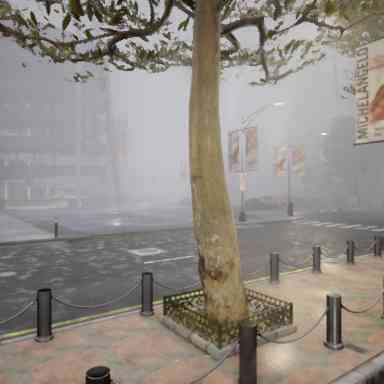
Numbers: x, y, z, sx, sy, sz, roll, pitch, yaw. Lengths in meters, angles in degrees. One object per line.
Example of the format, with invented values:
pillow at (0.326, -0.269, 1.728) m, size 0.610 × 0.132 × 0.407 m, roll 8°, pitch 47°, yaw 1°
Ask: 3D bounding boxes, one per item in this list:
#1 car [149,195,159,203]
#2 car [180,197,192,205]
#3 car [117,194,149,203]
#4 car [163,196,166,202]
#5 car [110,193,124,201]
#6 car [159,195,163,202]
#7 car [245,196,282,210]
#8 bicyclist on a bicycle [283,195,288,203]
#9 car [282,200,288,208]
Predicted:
car at (-10.148, 1.475, 70.548) m, size 5.008 × 1.535 × 1.882 m, roll 0°, pitch 0°, yaw 33°
car at (-0.014, 1.545, 55.979) m, size 2.033 × 1.411 × 5.357 m, roll 0°, pitch 0°, yaw -36°
car at (-11.898, 1.544, 67.472) m, size 5.357 × 1.411 × 2.033 m, roll 0°, pitch 0°, yaw 31°
car at (-8.332, 1.522, 77.525) m, size 4.902 × 1.511 × 2.128 m, roll 0°, pitch 0°, yaw 26°
car at (-18.822, 1.543, 77.848) m, size 4.718 × 1.301 × 1.895 m, roll 0°, pitch 0°, yaw 11°
car at (-9.545, 1.521, 74.225) m, size 4.674 × 1.442 × 1.812 m, roll 0°, pitch 0°, yaw 26°
car at (8.952, 1.523, 43.563) m, size 1.812 × 1.442 × 4.674 m, roll 0°, pitch 0°, yaw -36°
bicyclist on a bicycle at (17.569, 1.297, 62.357) m, size 1.656 × 1.620 × 0.582 m, roll 0°, pitch 0°, yaw -36°
car at (11.179, 1.349, 46.473) m, size 2.097 × 1.767 × 4.553 m, roll 0°, pitch 0°, yaw -36°
